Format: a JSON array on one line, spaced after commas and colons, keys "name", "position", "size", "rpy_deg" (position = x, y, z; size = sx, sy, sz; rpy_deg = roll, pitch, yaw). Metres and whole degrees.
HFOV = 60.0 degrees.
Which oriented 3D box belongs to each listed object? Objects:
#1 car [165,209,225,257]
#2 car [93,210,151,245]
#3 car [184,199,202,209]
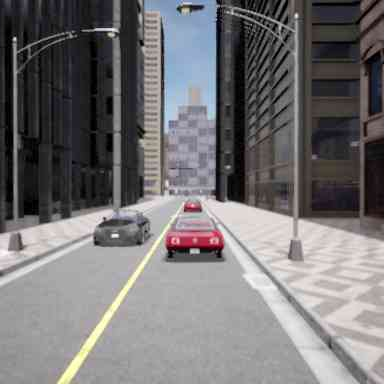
[{"name": "car", "position": [0.096, 1.550, 12.615], "size": [1.895, 1.301, 4.718], "rpy_deg": [0, 0, 0]}, {"name": "car", "position": [-3.002, 1.505, 14.972], "size": [1.994, 1.385, 4.181], "rpy_deg": [0, 0, 0]}, {"name": "car", "position": [0.097, 1.444, 37.806], "size": [1.994, 1.385, 4.181], "rpy_deg": [0, 0, 0]}]
